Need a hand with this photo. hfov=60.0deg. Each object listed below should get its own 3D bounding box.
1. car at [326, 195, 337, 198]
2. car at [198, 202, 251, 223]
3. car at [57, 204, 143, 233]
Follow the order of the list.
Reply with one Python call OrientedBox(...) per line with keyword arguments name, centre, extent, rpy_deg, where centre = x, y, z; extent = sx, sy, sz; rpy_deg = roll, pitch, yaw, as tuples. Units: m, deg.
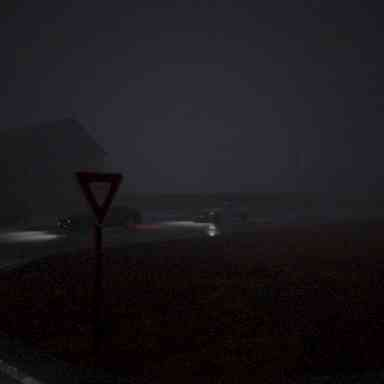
OrientedBox(name="car", centre=(34.971, 1.694, 83.339), extent=(2.242, 1.667, 4.611), rpy_deg=(0, 0, 35))
OrientedBox(name="car", centre=(2.574, 1.511, 25.594), extent=(4.674, 1.442, 1.812), rpy_deg=(0, 0, -38))
OrientedBox(name="car", centre=(-5.274, 1.486, 19.445), extent=(4.892, 1.490, 1.837), rpy_deg=(0, 0, -38))
